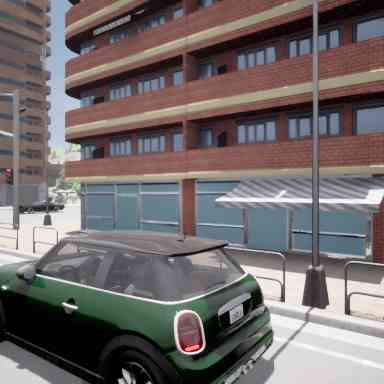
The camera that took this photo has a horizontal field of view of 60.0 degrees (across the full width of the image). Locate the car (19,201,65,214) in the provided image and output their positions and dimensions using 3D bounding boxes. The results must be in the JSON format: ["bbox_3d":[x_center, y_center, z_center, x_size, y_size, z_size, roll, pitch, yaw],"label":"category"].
[{"bbox_3d":[-16.242,1.601,35.687,1.895,1.301,4.718,0,0,36],"label":"car"}]

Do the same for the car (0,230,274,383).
[{"bbox_3d":[-1.241,1.352,4.879,4.553,1.767,2.097,0,0,36],"label":"car"}]
